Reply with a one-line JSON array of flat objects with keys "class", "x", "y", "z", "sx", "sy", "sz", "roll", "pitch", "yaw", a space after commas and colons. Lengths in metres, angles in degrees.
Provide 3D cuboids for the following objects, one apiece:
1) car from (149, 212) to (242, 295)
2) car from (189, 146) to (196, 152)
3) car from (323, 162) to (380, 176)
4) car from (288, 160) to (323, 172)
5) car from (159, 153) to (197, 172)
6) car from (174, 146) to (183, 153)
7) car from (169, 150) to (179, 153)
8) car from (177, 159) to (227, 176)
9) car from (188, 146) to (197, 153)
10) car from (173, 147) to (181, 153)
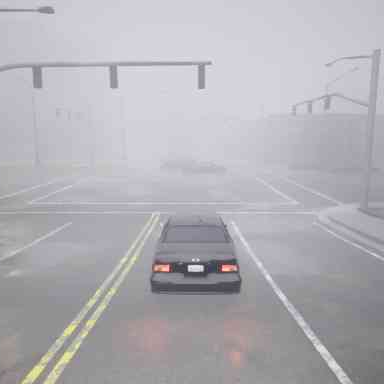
[{"class": "car", "x": 0.081, "y": 1.217, "z": 8.409, "sx": 2.033, "sy": 1.411, "sz": 5.357, "roll": 0, "pitch": 4, "yaw": 0}, {"class": "car", "x": 0.077, "y": -11.806, "z": 91.154, "sx": 1.994, "sy": 1.385, "sz": 4.181, "roll": 0, "pitch": 9, "yaw": 0}, {"class": "car", "x": 16.362, "y": -2.387, "z": 33.912, "sx": 4.718, "sy": 1.301, "sz": 1.895, "roll": 0, "pitch": 9, "yaw": 0}, {"class": "car", "x": 13.334, "y": -2.950, "z": 37.380, "sx": 4.718, "sy": 1.301, "sz": 1.895, "roll": 0, "pitch": 9, "yaw": 0}, {"class": "car", "x": -1.477, "y": -3.204, "z": 37.399, "sx": 4.553, "sy": 1.767, "sz": 2.097, "roll": 0, "pitch": 9, "yaw": 0}, {"class": "car", "x": -3.440, "y": -8.516, "z": 71.208, "sx": 2.033, "sy": 1.411, "sz": 5.357, "roll": 0, "pitch": 9, "yaw": 0}, {"class": "car", "x": -3.552, "y": -5.306, "z": 51.535, "sx": 2.033, "sy": 1.411, "sz": 5.357, "roll": 0, "pitch": 9, "yaw": 0}, {"class": "car", "x": 1.108, "y": -2.394, "z": 33.971, "sx": 4.718, "sy": 1.301, "sz": 1.895, "roll": 0, "pitch": 9, "yaw": 0}, {"class": "car", "x": 0.068, "y": -10.320, "z": 81.096, "sx": 2.097, "sy": 1.767, "sz": 4.553, "roll": 0, "pitch": 9, "yaw": 0}, {"class": "car", "x": -3.516, "y": -6.892, "z": 61.013, "sx": 1.837, "sy": 1.490, "sz": 4.892, "roll": 0, "pitch": 9, "yaw": 0}]
